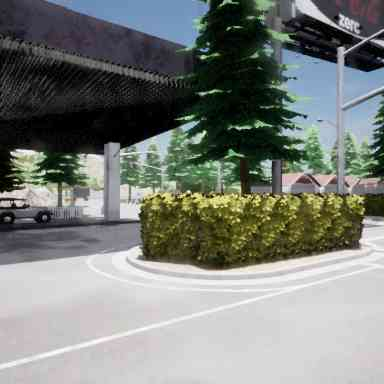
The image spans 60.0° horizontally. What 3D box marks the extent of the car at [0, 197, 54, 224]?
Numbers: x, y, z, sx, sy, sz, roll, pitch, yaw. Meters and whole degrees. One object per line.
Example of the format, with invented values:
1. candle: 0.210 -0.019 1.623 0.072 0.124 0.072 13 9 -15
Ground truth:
1. car: -11.983 1.313 23.471 3.866 1.878 1.905 0 0 -36
